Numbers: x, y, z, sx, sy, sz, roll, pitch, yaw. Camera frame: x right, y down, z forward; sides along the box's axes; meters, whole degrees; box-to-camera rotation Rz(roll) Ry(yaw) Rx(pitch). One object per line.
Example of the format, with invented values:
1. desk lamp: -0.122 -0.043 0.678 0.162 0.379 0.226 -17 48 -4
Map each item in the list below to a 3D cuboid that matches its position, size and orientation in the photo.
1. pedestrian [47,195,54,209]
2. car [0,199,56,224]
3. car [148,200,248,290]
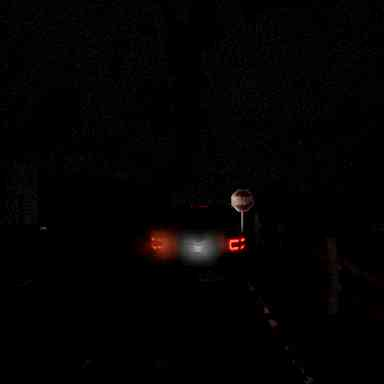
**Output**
1. pedestrian: -12.094 1.138 28.367 0.375 1.860 0.375 0 -2 0
2. car: -11.813 1.280 22.391 5.008 1.535 1.882 1 -1 0
3. car: 0.116 1.222 9.209 2.150 2.045 5.566 0 0 0
